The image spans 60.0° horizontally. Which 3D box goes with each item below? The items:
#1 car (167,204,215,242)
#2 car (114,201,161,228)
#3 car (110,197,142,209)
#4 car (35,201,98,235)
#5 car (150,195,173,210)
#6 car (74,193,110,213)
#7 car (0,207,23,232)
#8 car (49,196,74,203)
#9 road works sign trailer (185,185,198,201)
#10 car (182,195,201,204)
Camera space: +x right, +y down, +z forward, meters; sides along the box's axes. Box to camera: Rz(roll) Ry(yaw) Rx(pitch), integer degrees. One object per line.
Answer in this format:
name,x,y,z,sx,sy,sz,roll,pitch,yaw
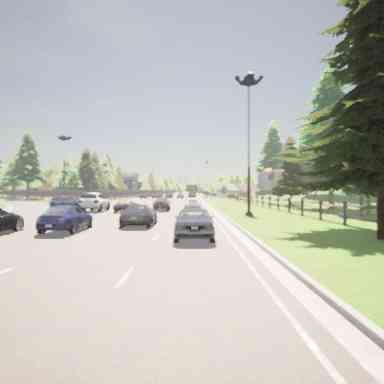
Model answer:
car,0.102,1.499,15.965,2.033,1.411,5.357,0,0,0
car,-3.396,1.498,21.509,1.994,1.385,4.181,0,0,0
car,-6.895,1.494,35.171,1.895,1.301,4.718,0,0,0
car,-6.911,1.470,18.329,1.812,1.442,4.674,0,0,0
car,-3.408,1.411,37.730,1.812,1.442,4.674,0,0,0
car,-10.395,1.113,35.826,2.150,2.045,5.566,0,0,0
car,-10.398,1.453,16.773,1.837,1.490,4.892,0,0,0
car,-13.895,1.241,36.463,2.097,1.767,4.553,0,0,0
road works sign trailer,0.010,0.254,69.445,2.380,3.560,2.880,0,0,0
car,0.092,1.411,37.778,1.812,1.442,4.674,0,0,0
